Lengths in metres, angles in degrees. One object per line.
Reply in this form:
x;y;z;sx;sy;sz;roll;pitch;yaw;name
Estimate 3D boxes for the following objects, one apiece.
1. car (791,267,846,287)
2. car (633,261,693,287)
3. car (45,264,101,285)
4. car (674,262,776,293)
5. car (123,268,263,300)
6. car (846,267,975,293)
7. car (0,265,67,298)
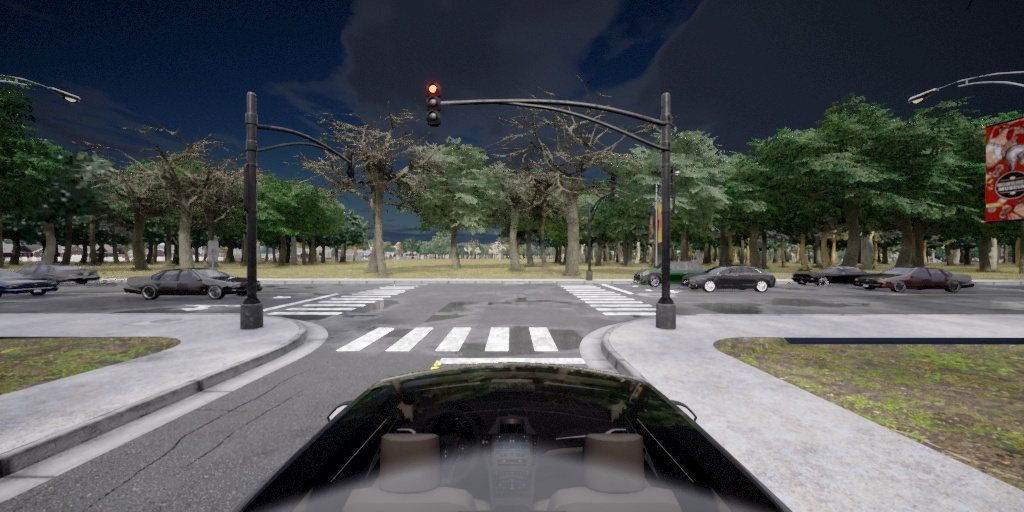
21.460;1.374;23.821;4.718;1.301;1.895;0;0;0;car
10.478;1.109;23.813;4.553;1.767;2.097;0;0;0;car
-30.775;1.259;23.790;5.357;1.411;2.033;0;0;0;car
12.326;1.269;20.565;4.892;1.490;1.837;0;0;0;car
-15.093;1.281;17.100;5.357;1.411;2.033;0;0;0;car
22.966;1.327;20.572;5.357;1.411;2.033;0;0;0;car
-25.277;1.272;17.095;5.357;1.411;2.033;0;0;0;car
